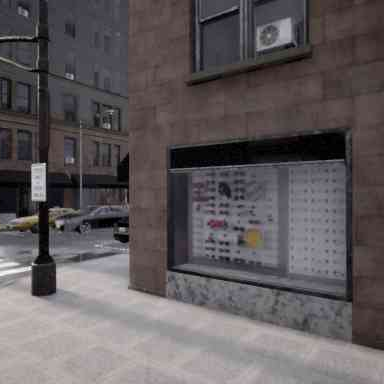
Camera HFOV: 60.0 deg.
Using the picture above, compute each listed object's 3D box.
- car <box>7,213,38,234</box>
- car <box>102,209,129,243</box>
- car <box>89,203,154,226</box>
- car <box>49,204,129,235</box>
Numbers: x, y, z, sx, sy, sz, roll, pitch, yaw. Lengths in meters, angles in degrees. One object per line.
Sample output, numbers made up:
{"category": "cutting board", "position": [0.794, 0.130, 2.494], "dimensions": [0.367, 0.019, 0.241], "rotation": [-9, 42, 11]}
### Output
{"category": "car", "position": [-8.250, 1.555, 19.711], "dimensions": [1.752, 1.417, 4.829], "rotation": [0, 0, 35]}
{"category": "car", "position": [-1.622, 1.561, 15.182], "dimensions": [1.947, 1.339, 4.313], "rotation": [0, 0, 35]}
{"category": "car", "position": [-5.008, 1.585, 24.256], "dimensions": [2.008, 1.369, 4.403], "rotation": [0, 0, 35]}
{"category": "car", "position": [-5.498, 1.511, 19.199], "dimensions": [2.128, 1.511, 4.902], "rotation": [0, 0, 36]}
